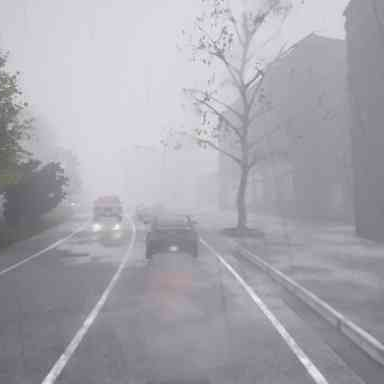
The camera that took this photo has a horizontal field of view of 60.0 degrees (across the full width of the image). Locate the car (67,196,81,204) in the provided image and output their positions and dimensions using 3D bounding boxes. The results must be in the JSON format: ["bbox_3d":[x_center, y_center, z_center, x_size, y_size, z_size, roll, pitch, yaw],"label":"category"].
[{"bbox_3d":[-22.931,1.532,64.761,2.128,1.511,4.902,3,-1,-31],"label":"car"}]

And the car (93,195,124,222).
[{"bbox_3d":[-6.904,1.288,27.532,2.150,2.045,5.566,1,0,-14],"label":"car"}]

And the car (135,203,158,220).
[{"bbox_3d":[-3.959,1.669,29.677,1.812,1.442,4.674,1,-1,-15],"label":"car"}]

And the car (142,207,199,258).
[{"bbox_3d":[-0.831,1.558,13.026,1.837,1.490,4.892,1,0,-6],"label":"car"}]
